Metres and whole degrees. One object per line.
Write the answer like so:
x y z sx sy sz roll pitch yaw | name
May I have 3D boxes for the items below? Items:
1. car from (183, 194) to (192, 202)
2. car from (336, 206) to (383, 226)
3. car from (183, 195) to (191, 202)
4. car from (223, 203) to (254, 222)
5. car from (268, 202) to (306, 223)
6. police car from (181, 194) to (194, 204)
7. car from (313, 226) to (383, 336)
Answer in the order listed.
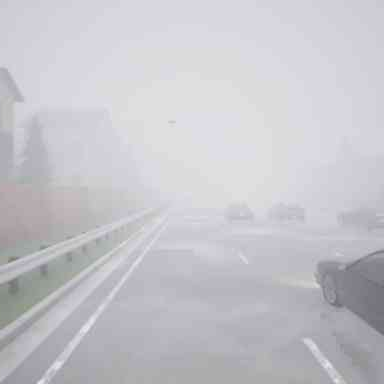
-1.069 1.346 79.839 2.097 1.767 4.553 0 0 0 | car
10.595 1.546 19.897 2.033 1.411 5.357 0 0 0 | car
-1.067 1.521 73.869 1.812 1.442 4.674 0 0 0 | car
3.594 1.562 26.049 1.994 1.385 4.181 0 0 0 | car
7.094 1.490 25.345 2.128 1.511 4.902 0 0 0 | car
-1.065 1.421 63.979 1.930 1.638 5.238 0 0 0 | police car
3.598 1.547 4.897 2.033 1.411 5.357 0 0 0 | car
